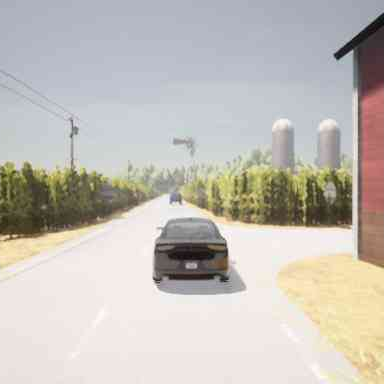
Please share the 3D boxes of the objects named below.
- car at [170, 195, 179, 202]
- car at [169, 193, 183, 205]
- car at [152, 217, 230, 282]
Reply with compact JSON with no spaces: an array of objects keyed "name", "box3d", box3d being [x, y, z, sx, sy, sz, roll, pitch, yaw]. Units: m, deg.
[{"name":"car","box3d":[-3.817,1.380,71.259,1.882,1.535,5.008,0,0,-4]},{"name":"car","box3d":[-2.825,1.144,58.194,2.150,2.045,5.566,0,0,-4]},{"name":"car","box3d":[-0.057,1.464,9.764,1.882,1.535,5.008,0,0,-1]}]
